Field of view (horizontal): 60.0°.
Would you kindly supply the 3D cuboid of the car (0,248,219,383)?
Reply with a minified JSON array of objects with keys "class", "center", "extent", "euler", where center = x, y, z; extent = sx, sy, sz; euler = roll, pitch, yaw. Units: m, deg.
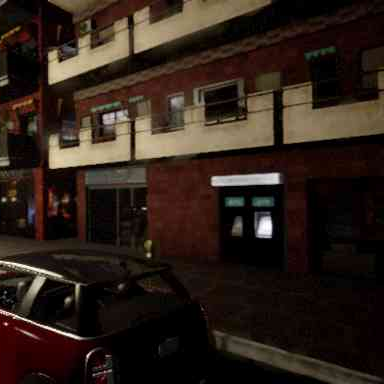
[{"class":"car","center":[-1.789,1.441,4.171],"extent":[4.097,1.590,1.967],"euler":[0,-1,36]}]
